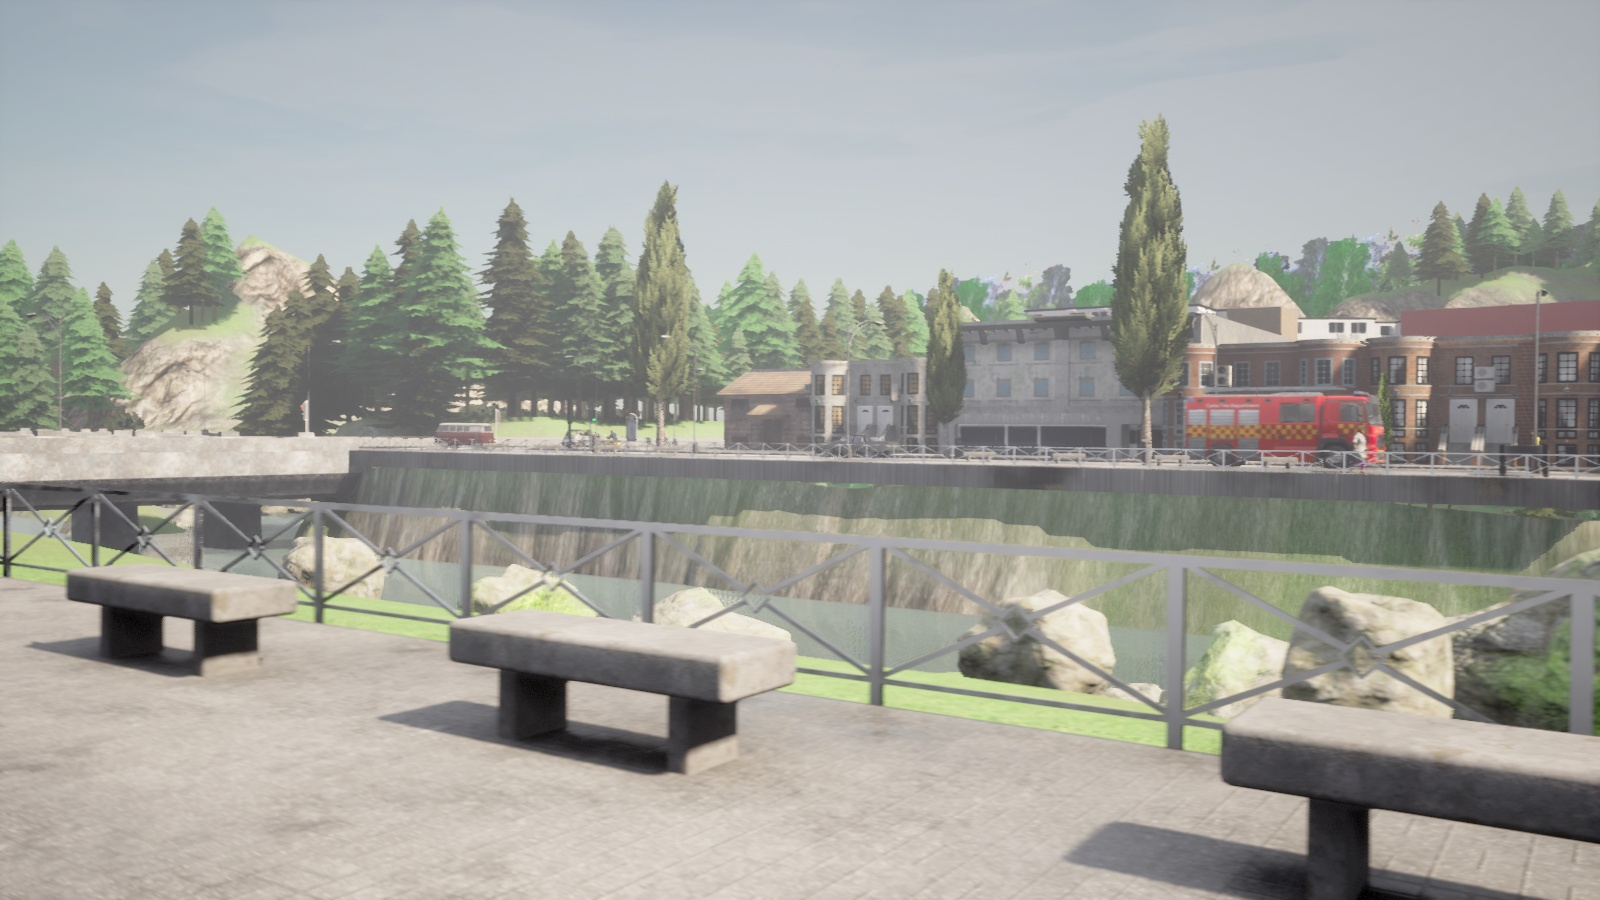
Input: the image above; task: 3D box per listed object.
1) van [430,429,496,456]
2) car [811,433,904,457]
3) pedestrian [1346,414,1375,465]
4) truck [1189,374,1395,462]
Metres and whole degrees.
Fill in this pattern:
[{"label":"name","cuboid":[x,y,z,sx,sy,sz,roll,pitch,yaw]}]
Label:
[{"label":"van","cuboid":[-25.038,-0.563,93.315,4.442,1.987,1.775,0,1,13]},{"label":"car","cuboid":[3.446,-0.289,75.948,5.357,1.411,2.033,0,1,34]},{"label":"pedestrian","cuboid":[21.786,-0.423,48.837,0.873,1.952,0.659,0,1,42]},{"label":"truck","cuboid":[22.748,-1.435,58.309,8.468,3.827,2.891,0,1,34]}]
